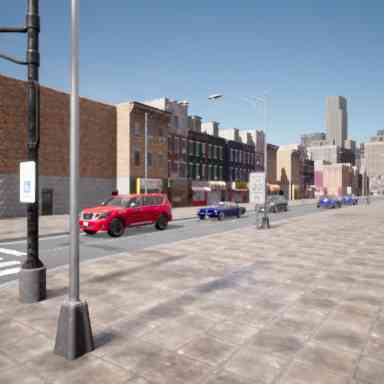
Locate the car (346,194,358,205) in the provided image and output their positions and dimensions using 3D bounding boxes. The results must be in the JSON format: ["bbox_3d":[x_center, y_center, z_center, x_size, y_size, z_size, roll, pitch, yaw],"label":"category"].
[{"bbox_3d":[24.223,1.065,51.292,2.097,1.767,4.553,0,0,32],"label":"car"}]

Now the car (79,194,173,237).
[{"bbox_3d":[-3.350,1.117,17.757,2.150,2.045,5.566,0,0,36],"label":"car"}]

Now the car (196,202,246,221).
[{"bbox_3d":[2.334,1.435,25.740,1.895,1.301,4.718,0,0,35],"label":"car"}]

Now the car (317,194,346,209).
[{"bbox_3d":[17.263,1.104,41.585,2.097,1.767,4.553,0,0,36],"label":"car"}]

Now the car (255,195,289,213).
[{"bbox_3d":[8.141,1.139,33.856,2.097,1.767,4.553,0,0,36],"label":"car"}]
